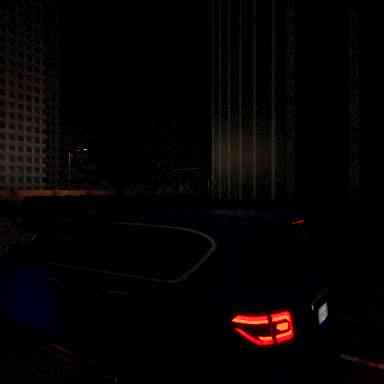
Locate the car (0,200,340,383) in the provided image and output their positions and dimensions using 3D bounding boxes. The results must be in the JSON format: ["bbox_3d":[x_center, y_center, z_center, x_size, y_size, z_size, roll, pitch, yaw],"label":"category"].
[{"bbox_3d":[-0.958,1.221,4.671,5.566,2.045,2.150,0,0,35],"label":"car"}]

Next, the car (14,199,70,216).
[{"bbox_3d":[-15.403,1.532,34.354,1.882,1.535,5.008,0,0,35],"label":"car"}]
